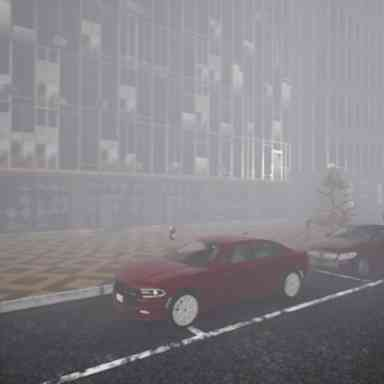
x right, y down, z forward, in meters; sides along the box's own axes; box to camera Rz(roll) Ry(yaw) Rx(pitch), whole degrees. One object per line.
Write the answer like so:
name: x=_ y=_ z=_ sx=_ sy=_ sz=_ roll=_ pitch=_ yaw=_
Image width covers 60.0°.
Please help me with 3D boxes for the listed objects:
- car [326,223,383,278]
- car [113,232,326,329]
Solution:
car: x=5.230 y=1.658 z=10.305 sx=4.206 sy=1.307 sz=1.802 roll=1 pitch=0 yaw=-36
car: x=0.600 y=1.578 z=6.992 sx=4.507 sy=1.381 sz=1.887 roll=1 pitch=0 yaw=-36
